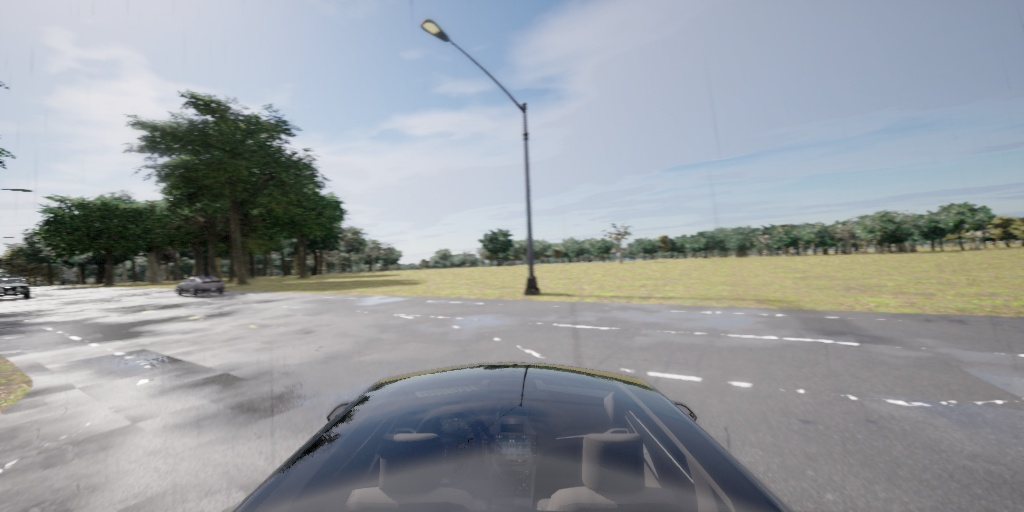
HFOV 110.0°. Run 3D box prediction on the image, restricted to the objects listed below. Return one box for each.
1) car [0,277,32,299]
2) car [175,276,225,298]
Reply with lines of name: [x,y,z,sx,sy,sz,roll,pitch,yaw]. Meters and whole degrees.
car: [-47.225,3.053,33.705,5.566,2.045,2.150,-2,0,34]
car: [-24.308,2.354,27.907,4.902,1.511,2.128,-2,0,31]
